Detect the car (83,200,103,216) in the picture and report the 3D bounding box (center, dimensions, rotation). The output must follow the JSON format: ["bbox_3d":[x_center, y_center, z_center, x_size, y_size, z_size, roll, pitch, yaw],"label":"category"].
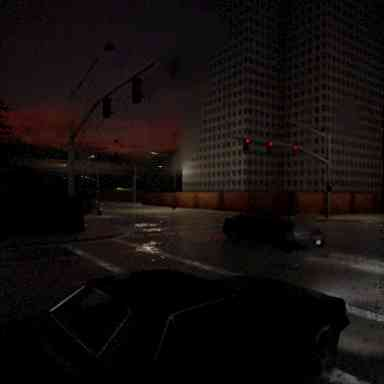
[{"bbox_3d":[-10.982,1.653,35.022,1.837,1.490,4.892,1,-1,-35],"label":"car"}]

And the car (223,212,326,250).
[{"bbox_3d":[3.404,1.641,14.615,2.128,1.511,4.902,1,-1,-35],"label":"car"}]

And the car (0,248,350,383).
[{"bbox_3d":[-0.089,1.629,3.900,4.718,1.301,1.895,1,-1,-39],"label":"car"}]
